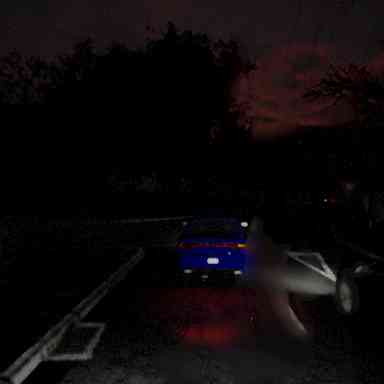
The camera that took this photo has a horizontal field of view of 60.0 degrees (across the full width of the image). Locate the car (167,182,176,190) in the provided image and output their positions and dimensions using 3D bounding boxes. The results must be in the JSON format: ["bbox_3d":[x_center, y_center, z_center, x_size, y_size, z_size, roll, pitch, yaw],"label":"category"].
[{"bbox_3d":[-5.024,-1.422,80.145,2.097,1.767,4.553,0,1,-6],"label":"car"}]

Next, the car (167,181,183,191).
[{"bbox_3d":[-3.245,-1.346,69.640,2.150,2.045,5.566,0,1,-11],"label":"car"}]

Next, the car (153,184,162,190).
[{"bbox_3d":[-8.295,-1.242,80.142,2.128,1.511,4.902,0,1,-6],"label":"car"}]

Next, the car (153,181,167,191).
[{"bbox_3d":[-6.601,-1.338,69.865,2.150,2.045,5.566,0,1,-11],"label":"car"}]

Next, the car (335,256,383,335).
[{"bbox_3d":[3.577,1.496,4.408,1.837,1.490,4.892,0,0,2],"label":"car"}]

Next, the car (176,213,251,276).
[{"bbox_3d":[0.694,1.383,10.147,1.882,1.535,5.008,0,1,5],"label":"car"}]

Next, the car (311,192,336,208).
[{"bbox_3d":[12.084,0.659,30.767,2.033,1.411,5.357,1,3,16],"label":"car"}]
